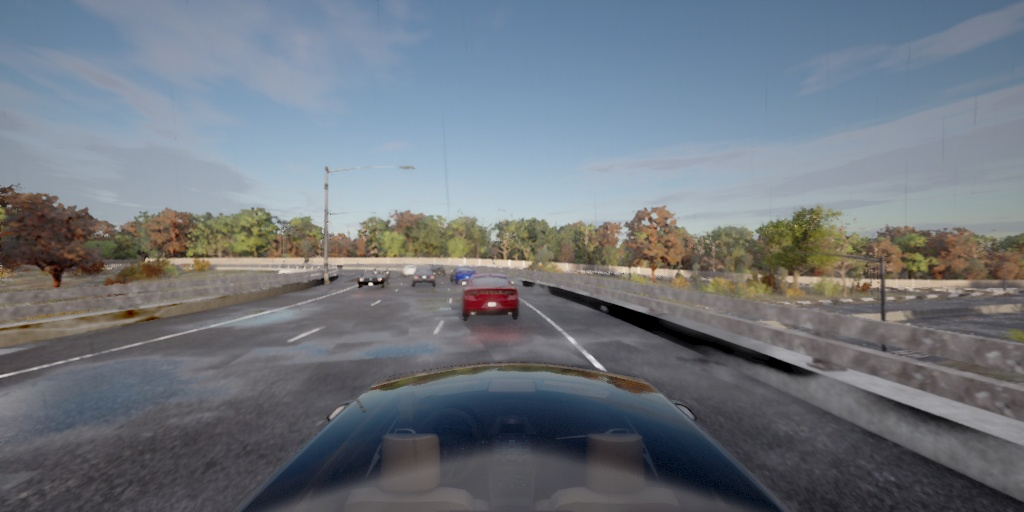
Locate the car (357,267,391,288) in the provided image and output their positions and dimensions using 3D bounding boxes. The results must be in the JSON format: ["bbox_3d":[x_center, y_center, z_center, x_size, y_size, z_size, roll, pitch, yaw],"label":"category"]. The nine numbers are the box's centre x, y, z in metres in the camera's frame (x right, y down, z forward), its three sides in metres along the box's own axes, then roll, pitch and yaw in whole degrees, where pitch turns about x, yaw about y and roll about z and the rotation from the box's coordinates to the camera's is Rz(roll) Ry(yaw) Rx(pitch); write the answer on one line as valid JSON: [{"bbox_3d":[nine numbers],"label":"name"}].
[{"bbox_3d":[-10.574,1.749,27.684,1.895,1.301,4.718,0,-1,-14],"label":"car"}]

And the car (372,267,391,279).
[{"bbox_3d":[-15.426,1.970,42.279,1.895,1.301,4.718,0,-1,-22],"label":"car"}]

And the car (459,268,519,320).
[{"bbox_3d":[-0.871,1.396,13.612,1.882,1.535,5.008,0,-1,-6],"label":"car"}]

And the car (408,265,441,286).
[{"bbox_3d":[-7.341,1.712,29.700,2.033,1.411,5.357,0,-1,-15],"label":"car"}]

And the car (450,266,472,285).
[{"bbox_3d":[-4.309,1.658,31.592,1.882,1.535,5.008,0,-1,-16],"label":"car"}]

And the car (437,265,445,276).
[{"bbox_3d":[-10.185,1.928,47.700,1.837,1.490,4.892,0,-1,-24],"label":"car"}]

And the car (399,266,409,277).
[{"bbox_3d":[-13.088,1.933,45.633,1.812,1.442,4.674,0,-1,-24],"label":"car"}]
